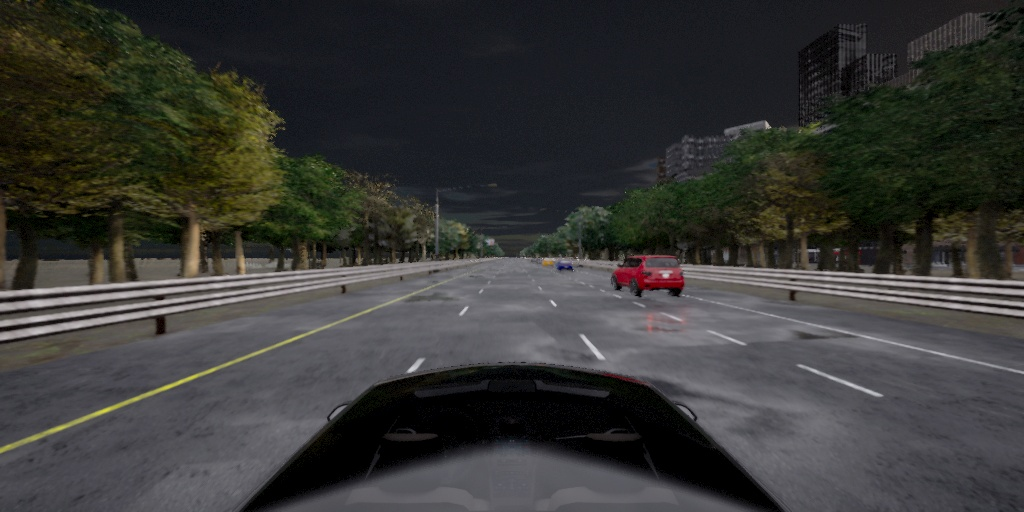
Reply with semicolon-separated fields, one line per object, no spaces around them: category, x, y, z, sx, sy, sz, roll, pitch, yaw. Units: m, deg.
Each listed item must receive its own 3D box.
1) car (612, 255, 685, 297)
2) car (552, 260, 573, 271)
car;7.002;0.984;19.000;2.150;2.045;5.566;0;0;0
car;7.055;1.277;48.929;1.882;1.535;5.008;0;0;0
